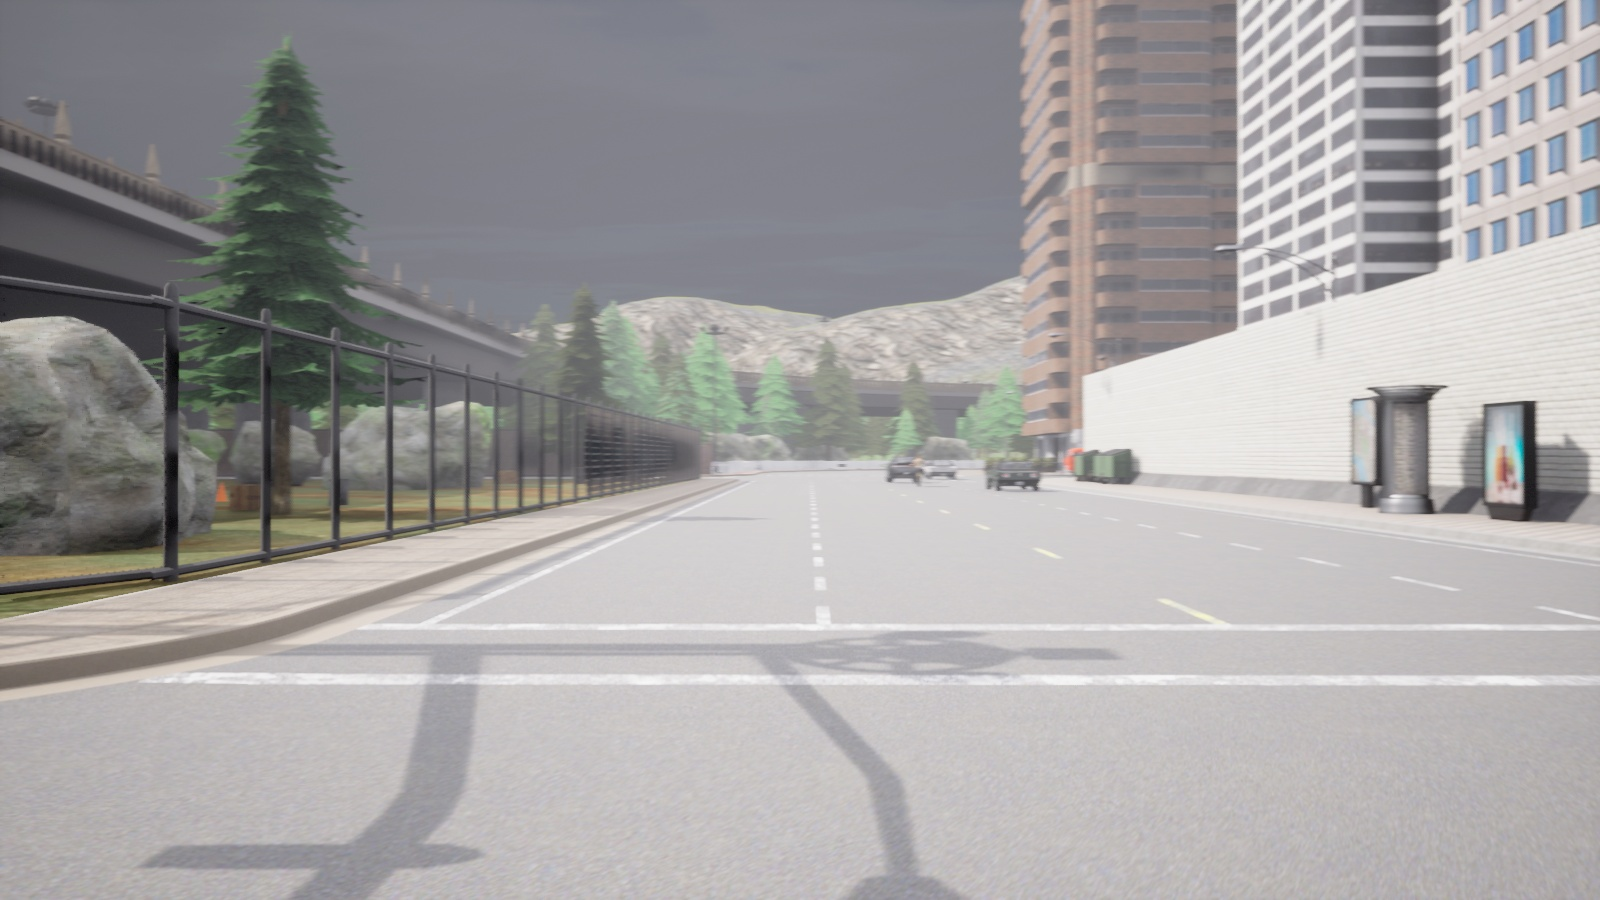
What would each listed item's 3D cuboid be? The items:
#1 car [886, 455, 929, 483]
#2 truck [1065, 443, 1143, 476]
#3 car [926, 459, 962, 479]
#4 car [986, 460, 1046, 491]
[{"bbox_3d":[6.105,1.057,71.883,2.128,1.511,4.902,0,0,1],"label":"car"},{"bbox_3d":[22.766,0.719,94.168,5.204,2.467,2.627,0,0,1],"label":"truck"},{"bbox_3d":[9.746,1.302,85.253,1.895,1.301,4.718,0,0,1],"label":"car"},{"bbox_3d":[9.431,1.091,55.139,1.895,1.301,4.718,0,0,1],"label":"car"}]
